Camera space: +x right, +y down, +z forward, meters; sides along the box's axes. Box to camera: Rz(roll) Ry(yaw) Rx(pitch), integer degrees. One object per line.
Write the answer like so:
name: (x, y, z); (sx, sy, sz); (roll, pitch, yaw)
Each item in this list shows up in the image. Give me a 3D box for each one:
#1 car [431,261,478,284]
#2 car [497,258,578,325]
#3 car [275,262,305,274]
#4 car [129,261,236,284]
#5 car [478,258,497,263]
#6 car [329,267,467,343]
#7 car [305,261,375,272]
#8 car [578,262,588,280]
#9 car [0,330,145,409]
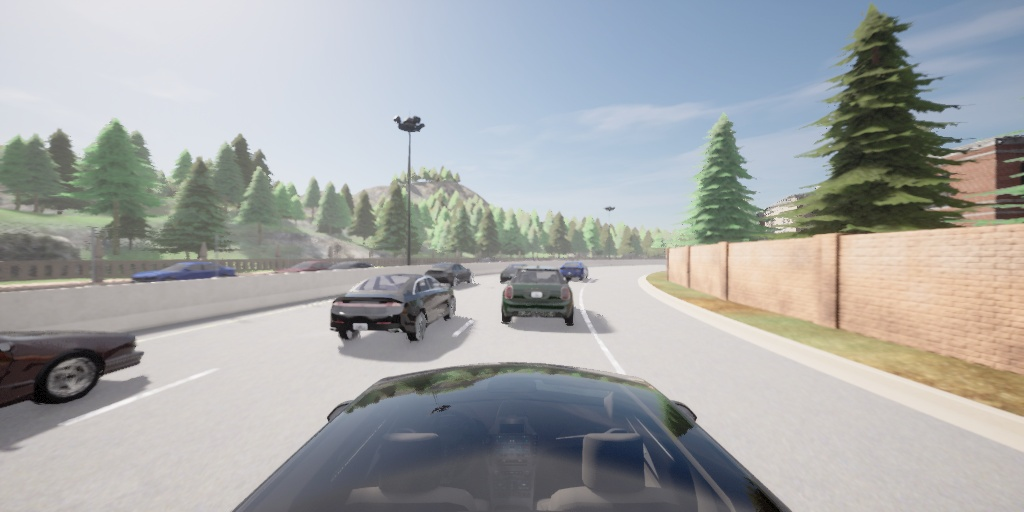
car: (-4.036, 1.191, 23.537); (1.837, 1.490, 4.892); (0, 0, 13)
car: (0.938, 1.085, 12.054); (2.097, 1.767, 4.553); (0, 0, 7)
car: (-14.480, 1.110, 25.761); (1.882, 1.535, 5.008); (0, 0, 14)
car: (-19.061, 1.098, 21.071); (1.882, 1.535, 5.008); (0, 0, 12)
car: (-4.194, 1.116, 59.043); (1.837, 1.490, 4.892); (0, 0, 32)
car: (-2.866, 1.212, 9.668); (2.128, 1.511, 4.902); (0, 0, 5)
car: (-11.210, 1.155, 24.402); (1.837, 1.490, 4.892); (0, 0, 14)
car: (5.332, 1.193, 30.502); (1.882, 1.535, 5.008); (0, 0, 19)
car: (-6.820, 1.262, 3.171); (2.033, 1.411, 5.357); (0, 0, 2)
